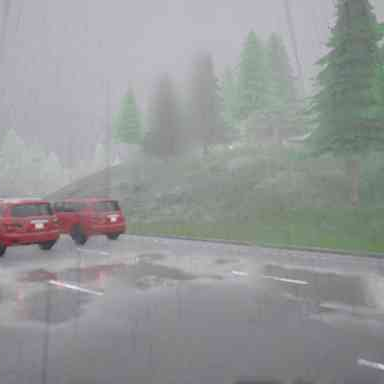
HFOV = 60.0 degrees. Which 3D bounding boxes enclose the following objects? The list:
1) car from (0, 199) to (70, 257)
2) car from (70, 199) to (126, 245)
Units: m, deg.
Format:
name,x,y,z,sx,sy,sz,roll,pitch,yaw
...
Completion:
name,x,y,z,sx,sy,sz,roll,pitch,yaw
car,-7.745,1.348,13.694,5.566,2.045,2.150,-1,0,36
car,-5.720,1.348,16.549,5.566,2.045,2.150,0,0,36
